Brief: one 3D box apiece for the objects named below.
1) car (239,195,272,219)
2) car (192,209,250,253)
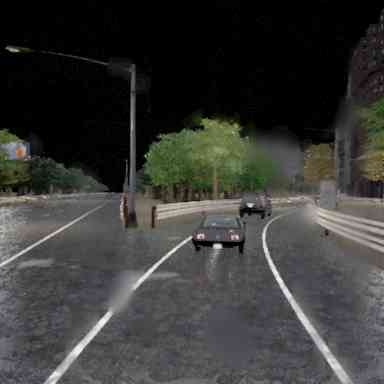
[{"bbox_3d":[5.742,1.253,29.736,2.150,2.045,5.566,0,0,21],"label":"car"},{"bbox_3d":[1.305,1.612,13.862,1.895,1.301,4.718,0,0,10],"label":"car"}]
